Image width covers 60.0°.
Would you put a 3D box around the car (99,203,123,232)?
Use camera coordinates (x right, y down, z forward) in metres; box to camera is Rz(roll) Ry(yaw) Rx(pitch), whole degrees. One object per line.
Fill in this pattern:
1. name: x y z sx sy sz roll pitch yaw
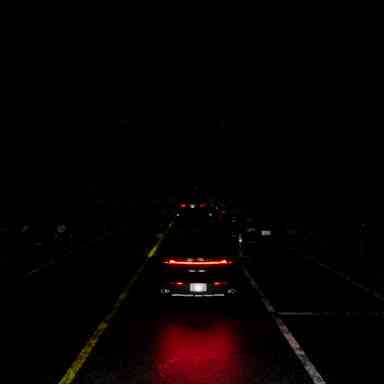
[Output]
1. car: -5.739 1.564 20.018 1.947 1.339 4.313 -1 0 0

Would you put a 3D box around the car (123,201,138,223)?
1. car: -5.729 1.549 25.523 2.008 1.369 4.403 -1 0 0

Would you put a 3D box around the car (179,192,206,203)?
1. car: 0.050 1.220 28.511 2.150 2.045 5.566 0 0 0

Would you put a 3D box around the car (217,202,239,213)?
1. car: 2.786 1.543 20.002 1.887 1.381 4.507 -1 0 0

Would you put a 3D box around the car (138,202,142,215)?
1. car: -5.719 1.544 31.029 1.887 1.381 4.507 -1 0 0

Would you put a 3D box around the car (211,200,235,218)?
1. car: 2.806 1.543 31.013 1.887 1.381 4.507 -1 0 0

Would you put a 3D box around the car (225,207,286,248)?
1. car: 2.776 1.564 14.497 1.947 1.339 4.313 -1 0 0

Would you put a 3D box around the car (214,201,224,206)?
1. car: 2.796 1.543 25.508 1.887 1.381 4.507 -1 0 0

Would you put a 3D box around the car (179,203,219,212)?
1. car: 0.126 1.545 18.266 2.033 1.411 5.357 0 0 0

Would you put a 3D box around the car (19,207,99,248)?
1. car: -5.750 1.438 14.512 1.967 1.590 4.097 -1 0 0

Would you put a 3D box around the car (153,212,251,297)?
1. car: 0.117 1.503 8.528 1.837 1.490 4.892 0 0 0
